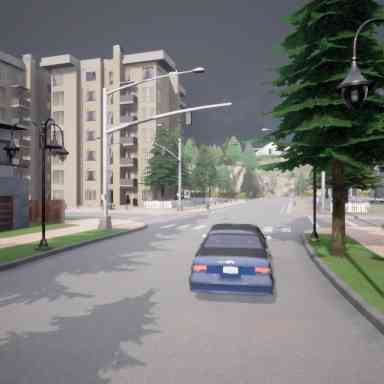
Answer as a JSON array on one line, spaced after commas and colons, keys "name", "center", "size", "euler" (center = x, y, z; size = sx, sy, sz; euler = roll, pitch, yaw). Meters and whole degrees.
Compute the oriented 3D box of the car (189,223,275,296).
[{"name": "car", "center": [1.150, 1.548, 8.881], "size": [2.033, 1.411, 5.357], "euler": [0, 0, 9]}]
